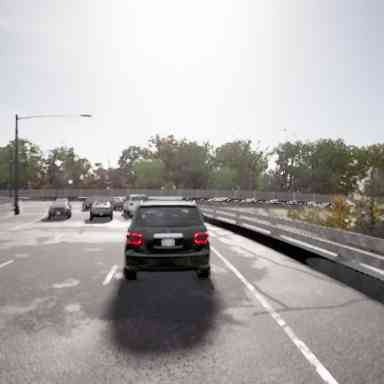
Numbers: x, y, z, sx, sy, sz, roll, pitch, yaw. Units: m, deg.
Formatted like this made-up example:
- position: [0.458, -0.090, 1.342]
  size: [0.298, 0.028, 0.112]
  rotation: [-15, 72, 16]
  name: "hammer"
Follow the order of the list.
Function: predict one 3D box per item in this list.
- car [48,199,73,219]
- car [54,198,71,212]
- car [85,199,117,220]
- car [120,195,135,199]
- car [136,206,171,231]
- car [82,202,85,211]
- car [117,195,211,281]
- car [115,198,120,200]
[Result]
- position: [-11.833, 1.605, 29.990]
  size: [1.812, 1.442, 4.674]
  rotation: [0, 0, -17]
  name: "car"
- position: [-16.736, 1.619, 42.829]
  size: [1.837, 1.490, 4.892]
  rotation: [0, 0, -23]
  name: "car"
- position: [-7.814, 1.565, 28.733]
  size: [2.128, 1.511, 4.902]
  rotation: [0, 0, -15]
  name: "car"
- position: [-5.604, 1.301, 33.447]
  size: [2.150, 2.045, 5.566]
  rotation: [0, 0, -18]
  name: "car"
- position: [-2.667, 1.653, 22.017]
  size: [1.895, 1.301, 4.718]
  rotation: [0, 0, -12]
  name: "car"
- position: [-13.320, 1.712, 43.759]
  size: [1.895, 1.301, 4.718]
  rotation: [0, 0, -23]
  name: "car"
- position: [-0.781, 1.245, 10.174]
  size: [2.150, 2.045, 5.566]
  rotation: [0, 0, -5]
  name: "car"
- position: [-9.888, 1.603, 44.608]
  size: [2.128, 1.511, 4.902]
  rotation: [0, 0, -23]
  name: "car"
